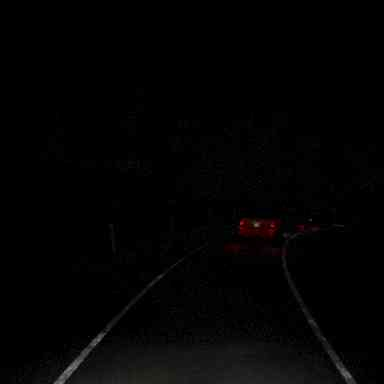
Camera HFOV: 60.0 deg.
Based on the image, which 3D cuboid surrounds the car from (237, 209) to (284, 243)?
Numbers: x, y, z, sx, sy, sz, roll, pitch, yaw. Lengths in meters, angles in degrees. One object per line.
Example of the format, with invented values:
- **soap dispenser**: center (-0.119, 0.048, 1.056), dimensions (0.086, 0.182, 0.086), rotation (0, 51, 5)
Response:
- **car**: center (3.981, 1.746, 18.750), dimensions (2.097, 1.767, 4.553), rotation (2, -1, 20)

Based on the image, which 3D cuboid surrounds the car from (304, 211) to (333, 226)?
- **car**: center (13.146, 2.684, 34.537), dimensions (1.812, 1.442, 4.674), rotation (3, -1, 39)
